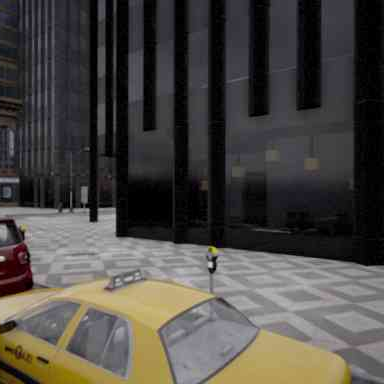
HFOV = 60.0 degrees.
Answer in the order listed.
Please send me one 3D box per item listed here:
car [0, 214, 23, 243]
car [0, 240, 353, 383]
[{"bbox_3d":[-5.188,1.311,6.620,5.009,1.841,2.192,0,0,35],"label":"car"},{"bbox_3d":[-0.894,1.524,3.590,4.829,1.417,1.752,0,0,35],"label":"car"}]
